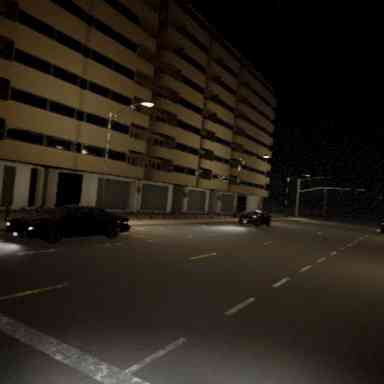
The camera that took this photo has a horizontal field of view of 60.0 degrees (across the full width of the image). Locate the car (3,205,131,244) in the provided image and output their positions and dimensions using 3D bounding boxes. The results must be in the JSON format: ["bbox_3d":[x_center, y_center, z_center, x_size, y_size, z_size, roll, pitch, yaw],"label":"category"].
[{"bbox_3d":[-4.915,1.280,14.168,2.033,1.411,5.357,5,-1,32],"label":"car"}]

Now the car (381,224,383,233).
[{"bbox_3d":[24.493,4.448,40.932,1.994,1.385,4.181,5,-1,33],"label":"car"}]

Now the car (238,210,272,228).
[{"bbox_3d":[6.052,2.509,31.571,2.128,1.511,4.902,5,-1,33],"label":"car"}]
